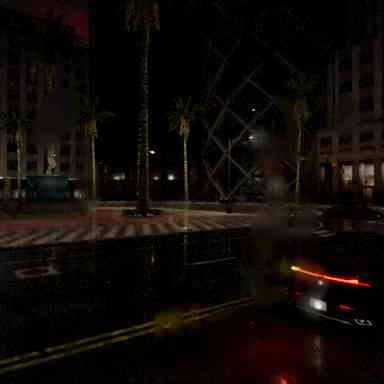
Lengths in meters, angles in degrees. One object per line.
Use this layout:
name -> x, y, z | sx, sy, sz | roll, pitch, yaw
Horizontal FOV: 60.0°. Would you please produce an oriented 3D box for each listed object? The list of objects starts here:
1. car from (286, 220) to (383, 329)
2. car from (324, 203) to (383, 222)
car -> 3.945, 1.504, 6.584 | 4.892, 1.490, 1.837 | 0, 0, -35
car -> 12.773, 1.609, 26.506 | 1.994, 1.385, 4.181 | 0, 0, -36
